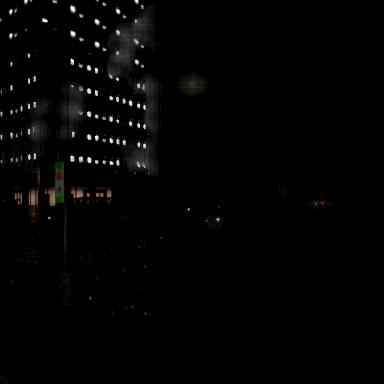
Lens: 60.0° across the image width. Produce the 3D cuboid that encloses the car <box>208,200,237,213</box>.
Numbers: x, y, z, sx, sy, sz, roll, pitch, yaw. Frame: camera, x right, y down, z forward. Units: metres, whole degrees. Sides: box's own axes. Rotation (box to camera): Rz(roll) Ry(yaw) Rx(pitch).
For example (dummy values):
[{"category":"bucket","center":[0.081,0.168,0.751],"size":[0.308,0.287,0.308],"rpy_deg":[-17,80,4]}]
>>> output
[{"category":"car","center":[3.776,1.753,41.100],"size":[1.882,1.535,5.008],"rpy_deg":[0,-1,34]}]

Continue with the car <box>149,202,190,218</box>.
[{"category":"car","center":[-2.125,1.715,32.431],"size":[1.837,1.490,4.892],"rpy_deg":[0,-1,35]}]

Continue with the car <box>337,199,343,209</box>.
[{"category":"car","center":[21.914,1.816,51.071],"size":[1.882,1.535,5.008],"rpy_deg":[0,0,31]}]

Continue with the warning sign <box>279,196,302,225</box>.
[{"category":"warning sign","center":[6.804,1.251,22.976],"size":[1.300,1.860,1.060],"rpy_deg":[0,0,34]}]

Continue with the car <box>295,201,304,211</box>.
[{"category":"car","center":[14.118,1.900,44.697],"size":[1.895,1.301,4.718],"rpy_deg":[0,-1,33]}]

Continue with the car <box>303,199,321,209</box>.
[{"category":"car","center":[19.136,1.879,52.758],"size":[1.812,1.442,4.674],"rpy_deg":[0,0,31]}]

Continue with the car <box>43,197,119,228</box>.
[{"category":"car","center":[-7.812,1.366,24.114],"size":[2.150,2.045,5.566],"rpy_deg":[0,-1,34]}]

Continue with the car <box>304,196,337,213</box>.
[{"category":"car","center":[16.400,1.501,42.254],"size":[2.150,2.045,5.566],"rpy_deg":[0,-1,34]}]
